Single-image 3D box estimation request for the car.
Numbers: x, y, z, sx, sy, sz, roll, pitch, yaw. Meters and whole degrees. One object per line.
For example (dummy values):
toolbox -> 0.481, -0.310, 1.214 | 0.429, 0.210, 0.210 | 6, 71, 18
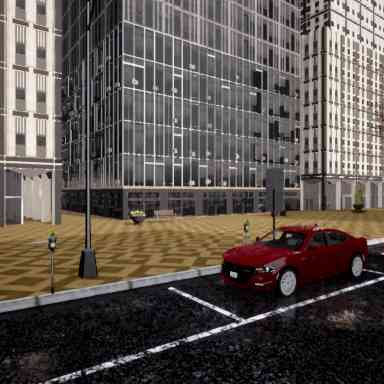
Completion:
car -> 2.730, 1.545, 8.516 | 4.507, 1.381, 1.887 | 0, 0, -36
